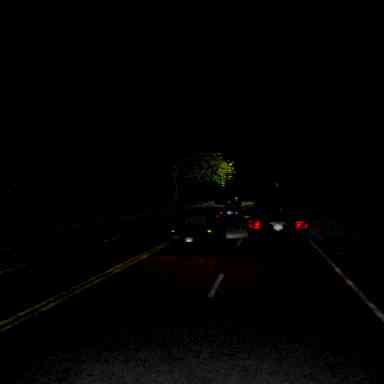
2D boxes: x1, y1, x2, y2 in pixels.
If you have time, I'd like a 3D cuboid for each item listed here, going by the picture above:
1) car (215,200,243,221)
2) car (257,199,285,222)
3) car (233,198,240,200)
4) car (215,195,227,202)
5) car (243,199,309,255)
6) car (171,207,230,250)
[{"bbox_3d":[3.523,1.742,29.135,2.033,1.411,5.357,-1,0,12],"label":"car"},{"bbox_3d":[6.713,1.502,28.516,2.097,1.767,4.553,-1,-1,12],"label":"car"},{"bbox_3d":[9.544,2.025,71.640,2.033,1.411,5.357,-1,-1,12],"label":"car"},{"bbox_3d":[6.360,1.753,72.312,2.150,2.045,5.566,-1,-1,12],"label":"car"},{"bbox_3d":[3.479,1.288,13.826,2.150,2.045,5.566,-1,0,12],"label":"car"},{"bbox_3d":[0.387,1.641,14.861,1.812,1.442,4.674,-1,0,13],"label":"car"}]
